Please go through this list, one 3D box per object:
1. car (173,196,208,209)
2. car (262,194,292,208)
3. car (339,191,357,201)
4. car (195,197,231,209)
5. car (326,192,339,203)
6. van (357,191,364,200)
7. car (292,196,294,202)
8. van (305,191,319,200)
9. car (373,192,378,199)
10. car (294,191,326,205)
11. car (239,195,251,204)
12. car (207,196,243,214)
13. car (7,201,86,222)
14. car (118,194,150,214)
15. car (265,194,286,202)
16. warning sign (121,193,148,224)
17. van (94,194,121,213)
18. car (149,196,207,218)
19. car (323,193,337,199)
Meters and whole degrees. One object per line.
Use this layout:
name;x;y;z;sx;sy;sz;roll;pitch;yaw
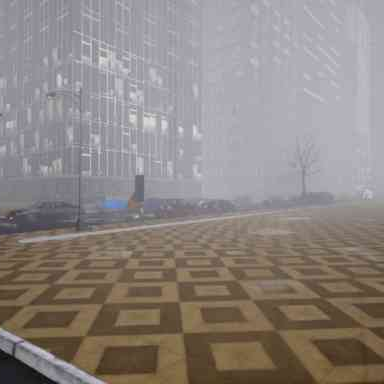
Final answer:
car;-0.112;1.218;41.290;1.887;1.381;4.507;1;1;41
car;9.947;1.244;40.131;1.802;1.307;4.206;1;1;41
car;28.575;0.957;61.849;1.752;1.417;4.829;1;1;41
car;2.567;1.276;40.414;1.895;1.301;4.718;0;1;41
car;21.058;0.840;53.081;2.192;1.841;5.009;1;1;41
van;35.873;0.683;70.354;1.690;1.788;3.998;1;1;41
car;16.913;1.105;52.256;1.994;1.385;4.181;0;1;41
van;25.821;0.695;71.507;1.690;1.788;3.998;1;1;41
car;39.575;0.848;74.675;2.008;1.369;4.403;1;1;41
car;17.355;0.885;48.764;2.192;1.841;5.009;1;1;41
car;7.301;1.148;49.919;1.947;1.339;4.313;1;1;41
car;2.590;1.320;31.453;1.947;1.339;4.313;1;1;41
car;-10.733;1.388;24.923;2.033;1.411;5.357;0;1;41
car;-4.310;1.238;32.411;1.882;1.535;5.008;0;1;41
car;14.709;1.056;58.556;1.947;1.339;4.313;1;1;41
warning sign;-3.582;0.977;20.725;1.300;1.860;1.060;0;0;41
van;-7.603;1.106;32.725;1.690;1.788;3.998;1;1;41
car;-1.070;1.240;27.097;1.967;1.590;4.097;1;1;41
car;33.227;0.829;80.147;1.947;1.339;4.313;1;1;41
